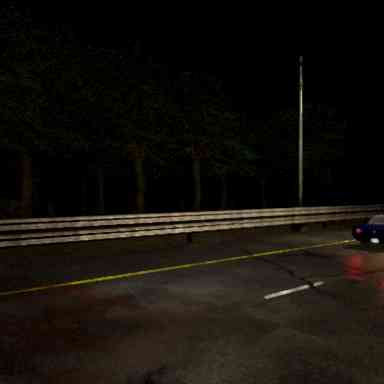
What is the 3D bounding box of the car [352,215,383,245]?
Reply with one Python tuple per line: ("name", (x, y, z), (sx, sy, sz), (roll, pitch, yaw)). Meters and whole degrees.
("car", (9.082, 1.648, 14.487), (4.718, 1.301, 1.895), (0, 0, -35))
